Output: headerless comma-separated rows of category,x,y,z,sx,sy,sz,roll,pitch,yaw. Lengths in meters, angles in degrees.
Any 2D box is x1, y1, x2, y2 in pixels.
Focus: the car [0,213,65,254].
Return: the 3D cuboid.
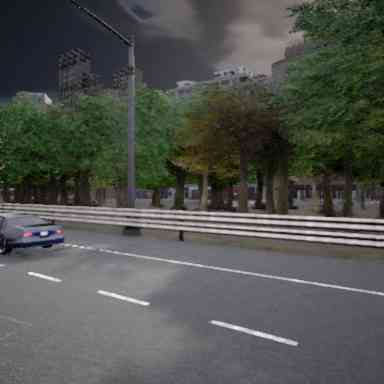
car,-7.366,1.546,13.432,5.357,1.411,2.033,0,0,36
